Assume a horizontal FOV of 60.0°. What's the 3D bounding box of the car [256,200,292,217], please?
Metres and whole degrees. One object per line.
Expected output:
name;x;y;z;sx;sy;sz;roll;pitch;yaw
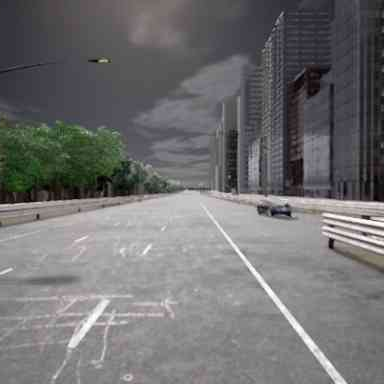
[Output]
car;7.606;1.512;31.283;2.163;1.488;4.792;0;0;-10
